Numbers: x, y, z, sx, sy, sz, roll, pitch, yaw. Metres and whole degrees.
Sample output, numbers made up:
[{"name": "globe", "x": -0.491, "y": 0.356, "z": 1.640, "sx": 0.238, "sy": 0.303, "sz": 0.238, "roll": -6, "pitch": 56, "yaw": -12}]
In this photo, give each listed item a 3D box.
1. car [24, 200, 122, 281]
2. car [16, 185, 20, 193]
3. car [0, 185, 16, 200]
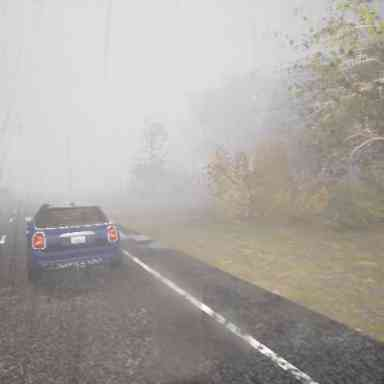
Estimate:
[{"name": "car", "x": -3.509, "y": 1.035, "z": 9.362, "sx": 2.097, "sy": 1.767, "sz": 4.553, "roll": -2, "pitch": 3, "yaw": -26}, {"name": "car", "x": -37.857, "y": -0.415, "z": 69.944, "sx": 1.895, "sy": 1.301, "sz": 4.718, "roll": -2, "pitch": 3, "yaw": -27}, {"name": "car", "x": -24.395, "y": 0.137, "z": 43.044, "sx": 2.097, "sy": 1.767, "sz": 4.553, "roll": -2, "pitch": 2, "yaw": -27}]
